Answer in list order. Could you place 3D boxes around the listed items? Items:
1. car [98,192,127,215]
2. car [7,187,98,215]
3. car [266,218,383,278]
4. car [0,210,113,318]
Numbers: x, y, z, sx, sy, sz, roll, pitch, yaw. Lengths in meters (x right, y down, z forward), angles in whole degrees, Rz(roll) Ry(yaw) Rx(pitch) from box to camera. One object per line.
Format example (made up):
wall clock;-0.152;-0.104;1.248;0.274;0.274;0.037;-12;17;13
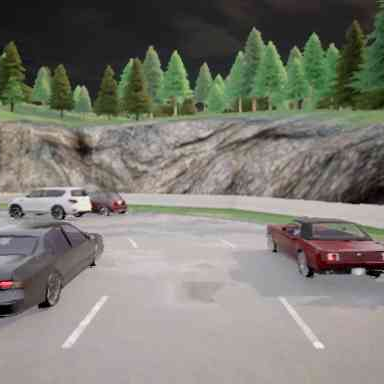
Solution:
car;-7.106;0.795;24.521;4.553;1.767;2.097;1;2;24
car;-9.449;0.719;22.047;5.566;2.045;2.150;0;0;18
car;3.543;1.386;9.440;1.895;1.301;4.718;0;1;-2
car;-3.447;1.377;7.395;2.033;1.411;5.357;0;1;-1
